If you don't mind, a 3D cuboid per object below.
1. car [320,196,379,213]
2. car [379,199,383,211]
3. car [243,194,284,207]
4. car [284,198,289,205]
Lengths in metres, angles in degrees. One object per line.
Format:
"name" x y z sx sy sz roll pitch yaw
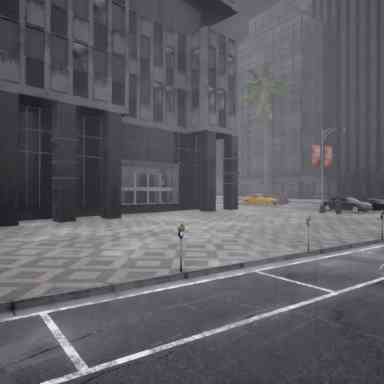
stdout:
"car" 15.073 1.207 32.602 1.837 1.490 4.892 0 1 -35
"car" 18.631 1.338 33.219 1.895 1.301 4.718 0 1 -36
"car" 8.591 0.984 41.735 1.882 1.535 5.008 0 2 -35
"car" 10.808 1.064 44.227 1.994 1.385 4.181 0 1 -35
